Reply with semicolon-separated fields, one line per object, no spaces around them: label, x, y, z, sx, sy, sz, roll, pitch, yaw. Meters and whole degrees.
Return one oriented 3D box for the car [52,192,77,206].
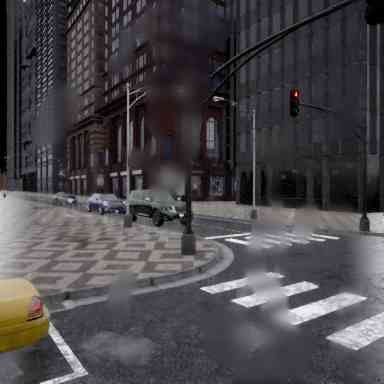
car;-14.661;0.782;38.244;2.128;1.511;4.902;0;1;-36

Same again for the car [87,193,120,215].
car;-7.110;0.873;27.700;2.097;1.767;4.553;0;1;-35

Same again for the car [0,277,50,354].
car;-4.223;1.525;3.643;4.829;1.417;1.752;0;0;-35

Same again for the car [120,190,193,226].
car;-2.192;0.899;20.836;2.150;2.045;5.566;0;1;-36
